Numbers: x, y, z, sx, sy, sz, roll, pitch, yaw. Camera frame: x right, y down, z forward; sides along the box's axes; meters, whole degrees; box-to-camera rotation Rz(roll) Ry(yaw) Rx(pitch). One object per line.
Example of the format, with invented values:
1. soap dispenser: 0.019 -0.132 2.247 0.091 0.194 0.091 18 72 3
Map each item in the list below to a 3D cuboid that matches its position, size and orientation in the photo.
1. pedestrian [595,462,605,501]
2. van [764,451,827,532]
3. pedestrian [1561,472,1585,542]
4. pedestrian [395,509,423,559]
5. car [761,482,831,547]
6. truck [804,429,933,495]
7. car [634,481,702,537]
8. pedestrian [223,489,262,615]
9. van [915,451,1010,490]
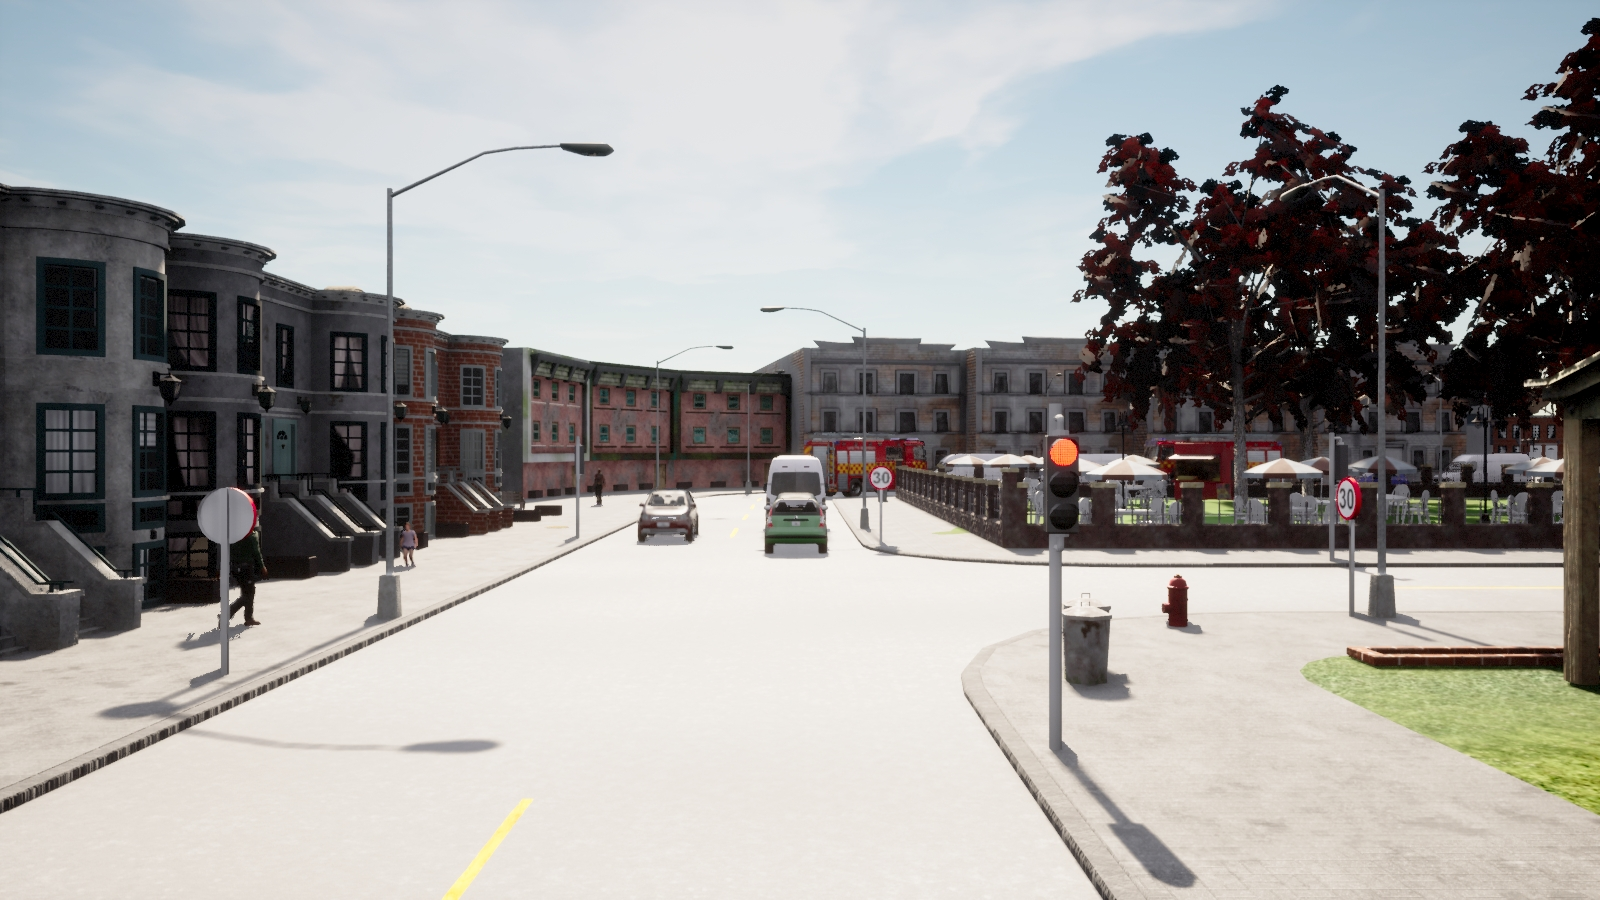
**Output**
1. pedestrian: -9.631 1.525 54.999 0.375 1.860 0.375 0 0 3
2. van: -0.147 1.315 39.074 1.988 2.561 5.915 0 0 0
3. pedestrian: 20.702 1.525 30.593 0.375 1.860 0.375 0 0 0
4. pedestrian: -8.929 1.904 26.103 0.500 1.100 0.500 0 0 -5
5. car: -0.119 1.779 32.373 1.851 1.617 3.988 0 0 0
6. truck: 4.295 0.672 70.228 8.468 3.827 2.891 0 0 -43
7. car: -4.099 1.806 35.888 1.789 1.549 3.705 0 0 -1
8. pedestrian: -8.391 1.524 17.200 0.375 1.860 0.375 0 0 24
9. van: 10.550 1.314 74.428 5.915 2.561 1.988 0 0 0
